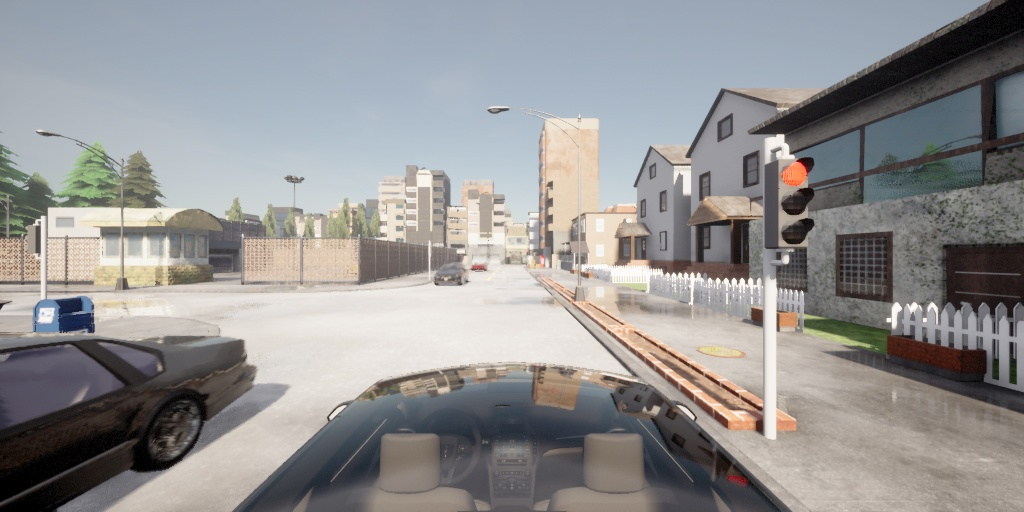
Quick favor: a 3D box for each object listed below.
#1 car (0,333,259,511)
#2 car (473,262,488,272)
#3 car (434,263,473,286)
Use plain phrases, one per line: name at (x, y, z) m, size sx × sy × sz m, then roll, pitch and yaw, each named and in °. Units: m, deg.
car at (-4.101, 1.297, 2.097) m, size 2.033 × 1.411 × 5.357 m, roll 0°, pitch 0°, yaw 0°
car at (-4.110, 1.351, 45.376) m, size 1.895 × 1.301 × 4.718 m, roll 0°, pitch 0°, yaw 0°
car at (-4.170, 1.254, 25.254) m, size 1.837 × 1.490 × 4.892 m, roll 0°, pitch 0°, yaw 1°
